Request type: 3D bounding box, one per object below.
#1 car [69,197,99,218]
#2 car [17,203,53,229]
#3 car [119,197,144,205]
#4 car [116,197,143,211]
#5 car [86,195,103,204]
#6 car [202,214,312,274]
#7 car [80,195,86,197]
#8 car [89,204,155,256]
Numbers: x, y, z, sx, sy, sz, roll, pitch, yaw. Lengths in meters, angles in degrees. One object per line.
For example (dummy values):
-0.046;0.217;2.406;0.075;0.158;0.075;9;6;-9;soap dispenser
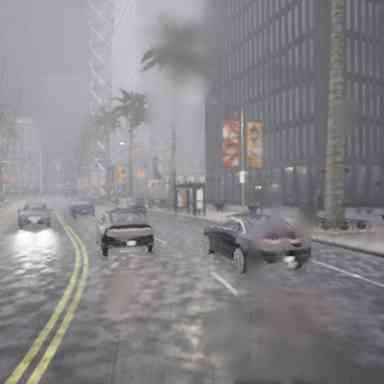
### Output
-10.096;1.475;30.437;1.882;1.535;5.008;-1;0;-24;car
-10.521;1.518;22.383;2.128;1.511;4.902;-1;0;-24;car
-5.129;1.464;27.872;1.837;1.490;4.892;-1;0;-24;car
-7.768;1.424;41.107;2.231;1.521;4.892;-1;0;-24;car
-19.795;1.324;67.907;2.185;1.767;4.553;-1;0;-24;car
1.751;1.442;10.532;2.128;1.511;4.902;0;0;-15;car
-28.498;1.500;88.038;2.161;1.482;4.786;-1;0;-24;car
-2.796;1.475;13.256;2.128;1.511;4.902;-1;0;-19;car
